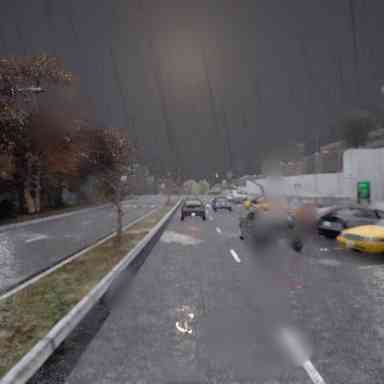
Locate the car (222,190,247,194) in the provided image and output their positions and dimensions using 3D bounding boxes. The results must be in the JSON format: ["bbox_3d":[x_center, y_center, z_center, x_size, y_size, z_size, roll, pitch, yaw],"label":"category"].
[{"bbox_3d":[8.094,0.761,51.102,5.566,2.045,2.435,1,0,-20],"label":"car"}]

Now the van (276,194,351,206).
[{"bbox_3d":[7.963,1.156,21.210,4.442,1.987,1.878,1,1,-20],"label":"van"}]

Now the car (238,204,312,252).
[{"bbox_3d":[3.098,1.461,13.777,1.837,1.490,4.892,0,0,0],"label":"car"}]

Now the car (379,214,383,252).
[{"bbox_3d":[8.041,1.500,9.311,4.792,1.488,2.163,1,1,-20],"label":"car"}]

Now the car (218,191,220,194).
[{"bbox_3d":[8.089,0.945,63.031,4.792,1.488,2.163,1,0,-20],"label":"car"}]

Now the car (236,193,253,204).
[{"bbox_3d":[7.893,1.178,36.115,5.366,1.575,1.946,1,1,-20],"label":"car"}]

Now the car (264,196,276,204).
[{"bbox_3d":[8.040,1.221,24.238,4.553,1.767,2.185,1,1,-20],"label":"car"}]

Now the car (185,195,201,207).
[{"bbox_3d":[0.095,1.171,42.884,1.994,1.385,4.181,0,1,0],"label":"car"}]

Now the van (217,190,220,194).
[{"bbox_3d":[7.957,0.667,65.956,4.442,1.987,1.878,1,1,-20],"label":"van"}]

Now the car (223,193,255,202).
[{"bbox_3d":[8.057,0.962,57.054,4.892,1.521,2.231,1,0,-20],"label":"car"}]

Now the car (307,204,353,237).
[{"bbox_3d":[8.095,1.467,15.308,4.792,1.488,2.163,1,0,-20],"label":"car"}]

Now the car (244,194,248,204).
[{"bbox_3d":[8.093,1.255,33.211,4.792,1.488,2.163,1,1,-20],"label":"car"}]

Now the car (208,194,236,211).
[{"bbox_3d":[3.096,1.247,35.529,2.033,1.411,5.357,0,1,0],"label":"car"}]

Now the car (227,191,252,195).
[{"bbox_3d":[8.075,1.044,48.103,4.892,1.521,2.231,1,1,-20],"label":"car"}]

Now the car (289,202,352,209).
[{"bbox_3d":[8.063,1.450,18.280,4.674,1.452,2.002,1,0,-20],"label":"car"}]

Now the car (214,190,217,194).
[{"bbox_3d":[7.890,0.867,68.916,5.366,1.575,1.946,1,1,-20],"label":"car"}]

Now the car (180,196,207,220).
[{"bbox_3d":[0.098,1.330,26.396,1.837,1.490,4.892,0,1,0],"label":"car"}]

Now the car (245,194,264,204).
[{"bbox_3d":[7.893,1.263,30.149,5.366,1.575,1.946,1,1,-20],"label":"car"}]

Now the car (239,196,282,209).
[{"bbox_3d":[8.061,1.185,39.164,4.674,1.452,2.002,1,0,-20],"label":"car"}]

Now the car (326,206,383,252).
[{"bbox_3d":[7.896,1.450,12.239,5.366,1.575,1.946,1,1,-20],"label":"car"}]
